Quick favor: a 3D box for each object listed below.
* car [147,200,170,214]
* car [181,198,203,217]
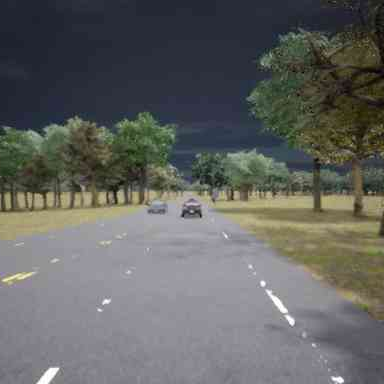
[{"bbox_3d":[-3.611,1.599,35.930,1.812,1.442,4.674,0,0,2],"label":"car"},{"bbox_3d":[-0.013,1.593,32.369,1.812,1.442,4.674,0,0,0],"label":"car"}]
